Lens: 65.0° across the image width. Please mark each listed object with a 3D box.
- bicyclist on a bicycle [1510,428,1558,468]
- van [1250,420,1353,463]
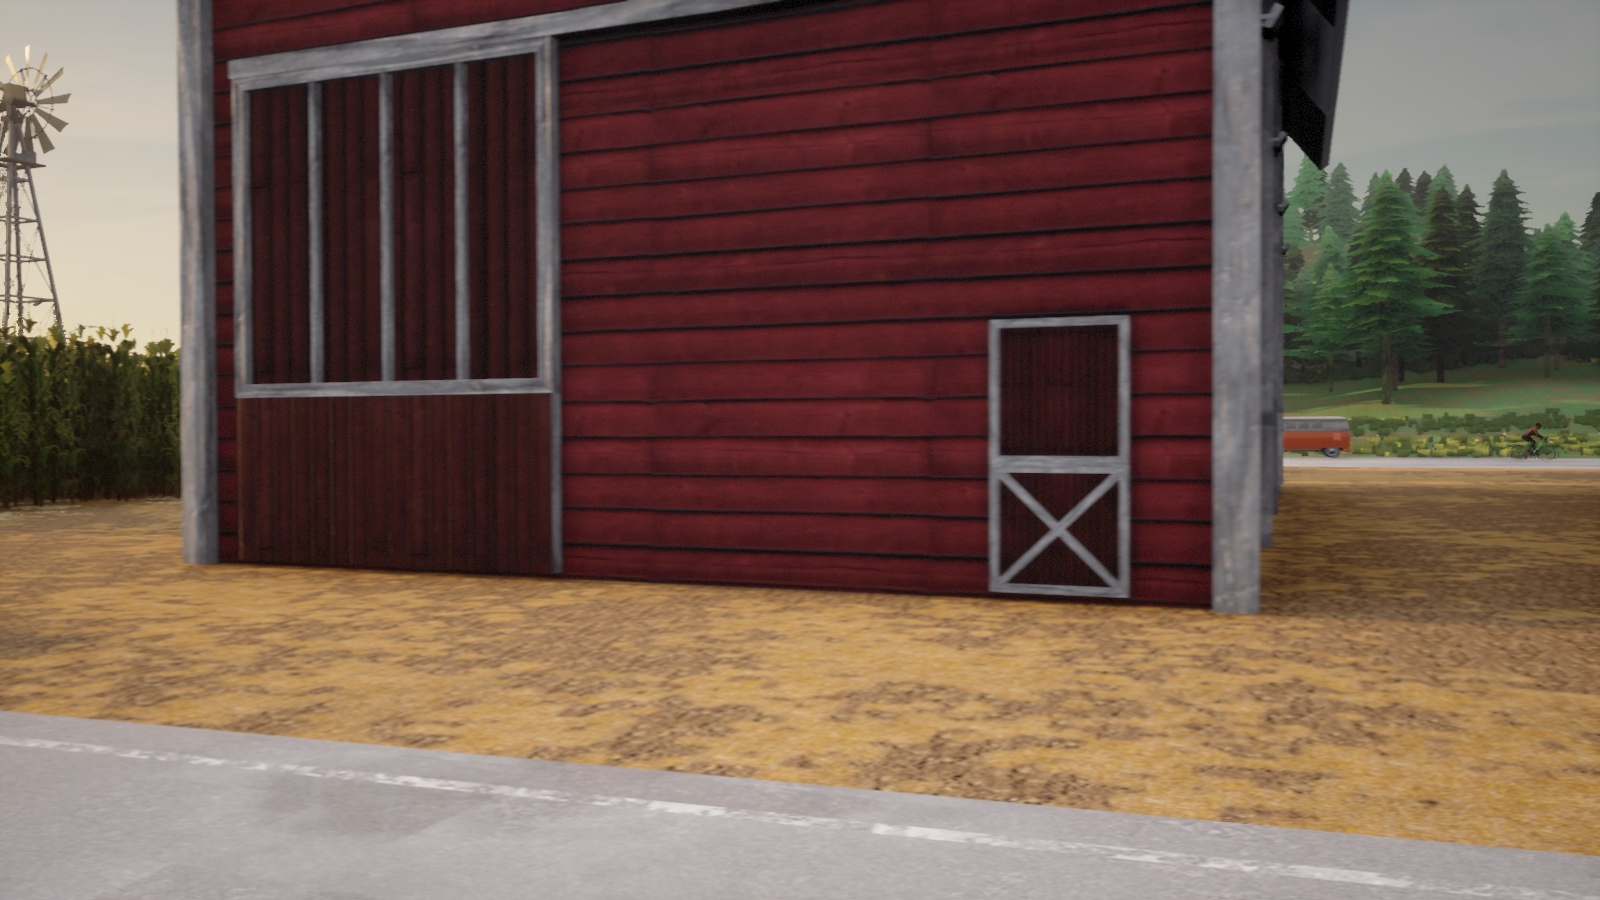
[{"bbox_3d":[30.860,-0.090,52.789,1.656,1.620,0.582,1,1,22],"label":"bicyclist on a bicycle"},{"bbox_3d":[23.705,-0.424,59.470,4.442,1.987,1.775,1,1,22],"label":"van"}]
